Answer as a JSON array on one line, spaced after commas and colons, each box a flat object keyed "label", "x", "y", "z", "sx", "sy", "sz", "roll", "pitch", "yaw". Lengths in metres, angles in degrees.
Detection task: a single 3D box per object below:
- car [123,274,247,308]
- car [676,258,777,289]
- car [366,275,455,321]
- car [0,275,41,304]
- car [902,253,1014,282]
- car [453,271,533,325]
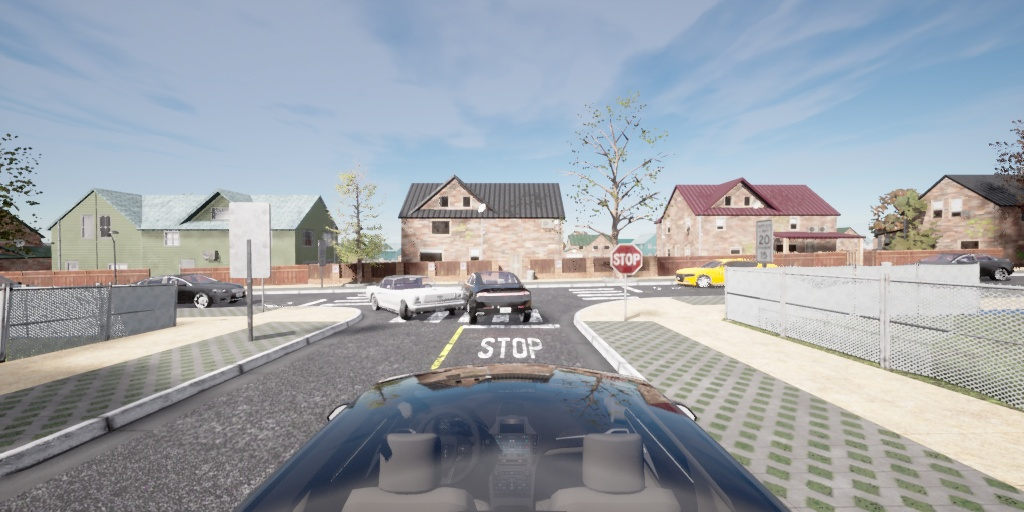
[{"label": "car", "x": -14.892, "y": 1.566, "z": 16.347, "sx": 4.902, "sy": 1.511, "sz": 2.128, "roll": -1, "pitch": 1, "yaw": 0}, {"label": "car", "x": 11.500, "y": 0.885, "z": 19.386, "sx": 5.008, "sy": 1.535, "sz": 1.882, "roll": -1, "pitch": 1, "yaw": 0}, {"label": "car", "x": -3.595, "y": 1.368, "z": 12.844, "sx": 1.895, "sy": 1.301, "sz": 4.718, "roll": 0, "pitch": 0, "yaw": -38}, {"label": "car", "x": -24.230, "y": 1.648, "z": 16.312, "sx": 4.553, "sy": 1.767, "sz": 2.097, "roll": -1, "pitch": 1, "yaw": 0}, {"label": "car", "x": 23.890, "y": 0.604, "z": 19.429, "sx": 4.902, "sy": 1.511, "sz": 2.128, "roll": -2, "pitch": 1, "yaw": 0}, {"label": "car", "x": -0.678, "y": 1.242, "z": 11.983, "sx": 2.128, "sy": 1.511, "sz": 4.902, "roll": 0, "pitch": 0, "yaw": -12}]
